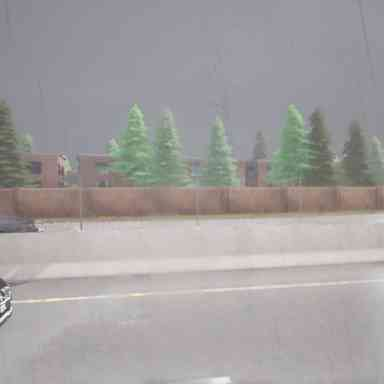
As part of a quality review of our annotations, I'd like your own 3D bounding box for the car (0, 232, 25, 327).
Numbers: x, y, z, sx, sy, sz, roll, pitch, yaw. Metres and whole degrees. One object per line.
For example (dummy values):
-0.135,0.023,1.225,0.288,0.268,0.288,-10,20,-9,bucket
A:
-5.254,1.528,4.642,4.892,1.490,1.837,0,0,-10,car
